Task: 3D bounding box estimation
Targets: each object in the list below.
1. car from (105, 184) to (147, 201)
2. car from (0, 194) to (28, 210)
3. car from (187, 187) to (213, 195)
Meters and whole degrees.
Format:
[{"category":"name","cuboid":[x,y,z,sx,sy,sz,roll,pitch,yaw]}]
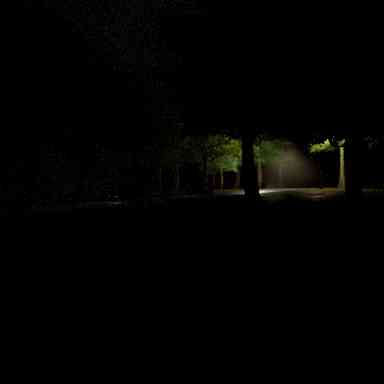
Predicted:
[{"category":"car","cuboid":[-7.966,0.026,40.904,2.150,2.045,5.566,-1,2,37]},{"category":"car","cuboid":[-16.935,0.909,29.284,1.812,1.442,4.674,-1,2,37]},{"category":"car","cuboid":[1.264,-0.168,52.850,1.895,1.301,4.718,-1,2,38]}]
